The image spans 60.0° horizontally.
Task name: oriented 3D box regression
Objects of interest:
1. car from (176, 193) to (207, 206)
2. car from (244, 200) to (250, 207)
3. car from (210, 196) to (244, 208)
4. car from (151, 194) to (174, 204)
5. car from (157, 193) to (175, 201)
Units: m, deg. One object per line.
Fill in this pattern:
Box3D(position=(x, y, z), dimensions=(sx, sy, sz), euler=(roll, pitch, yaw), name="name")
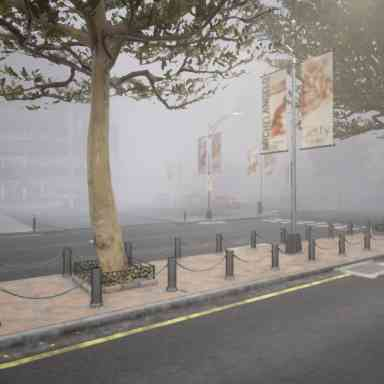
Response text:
Box3D(position=(-0.178, 1.349, 55.955), dimensions=(2.097, 1.767, 4.553), euler=(0, 0, -36), name="car")
Box3D(position=(6.980, 1.522, 52.017), dimensions=(1.812, 1.442, 4.674), euler=(0, 0, -36), name="car")
Box3D(position=(4.916, 1.349, 48.874), dimensions=(2.097, 1.767, 4.553), euler=(0, 0, -35), name="car")
Box3D(position=(-6.081, 1.561, 63.566), dimensions=(1.994, 1.385, 4.181), euler=(0, 0, -42), name="car")
Box3D(position=(-5.085, 1.218, 67.868), dimensions=(5.566, 2.045, 2.150), euler=(0, 0, 45), name="car")
